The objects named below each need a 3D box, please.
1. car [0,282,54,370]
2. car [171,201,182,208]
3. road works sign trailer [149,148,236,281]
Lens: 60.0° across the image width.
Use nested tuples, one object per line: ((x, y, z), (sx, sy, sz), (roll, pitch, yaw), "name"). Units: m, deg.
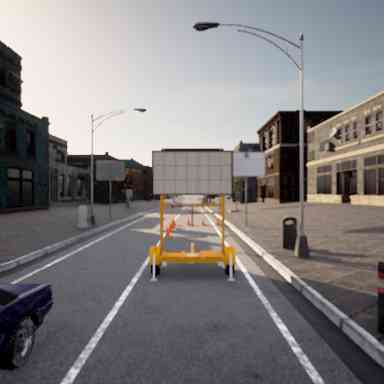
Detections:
((-3.091, 1.617, 2.970), (1.895, 1.301, 4.718), (0, 0, 0), "car")
((-2.917, 2.363, 63.183), (1.994, 1.385, 4.181), (0, -1, 0), "car")
((0.017, 0.501, 9.962), (2.380, 3.560, 2.880), (0, 0, 0), "road works sign trailer")
